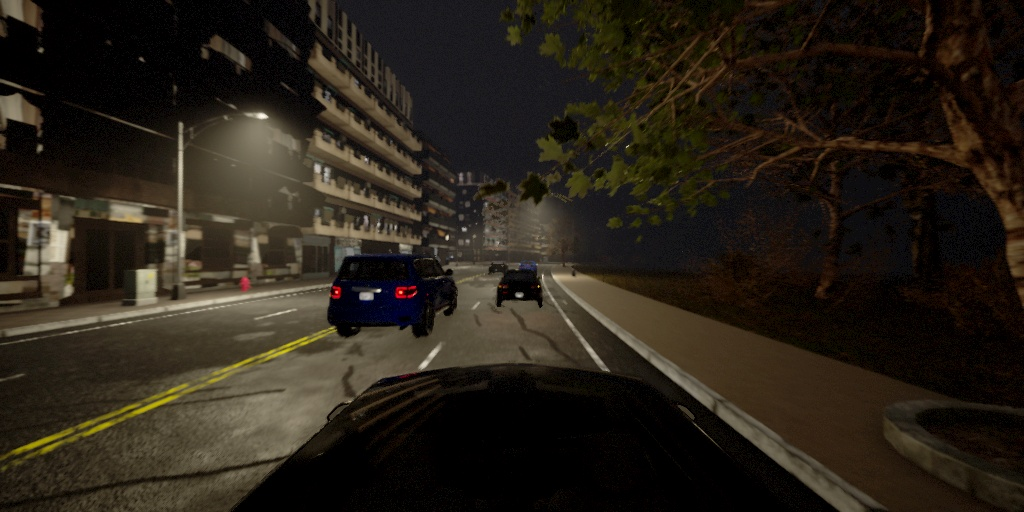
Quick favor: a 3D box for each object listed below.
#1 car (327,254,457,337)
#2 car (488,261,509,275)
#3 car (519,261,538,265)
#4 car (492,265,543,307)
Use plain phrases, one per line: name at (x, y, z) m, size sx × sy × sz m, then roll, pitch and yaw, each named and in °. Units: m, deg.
car at (-3.061, 0.960, 10.375) m, size 2.150 × 2.045 × 5.566 m, roll 0°, pitch 0°, yaw 1°
car at (-1.422, 1.259, 39.604) m, size 2.128 × 1.511 × 4.902 m, roll 0°, pitch 0°, yaw 5°
car at (1.766, 1.253, 38.801) m, size 1.882 × 1.535 × 5.008 m, roll 0°, pitch 0°, yaw 5°
car at (0.344, 1.273, 15.491) m, size 1.812 × 1.442 × 4.674 m, roll 0°, pitch 0°, yaw 2°
